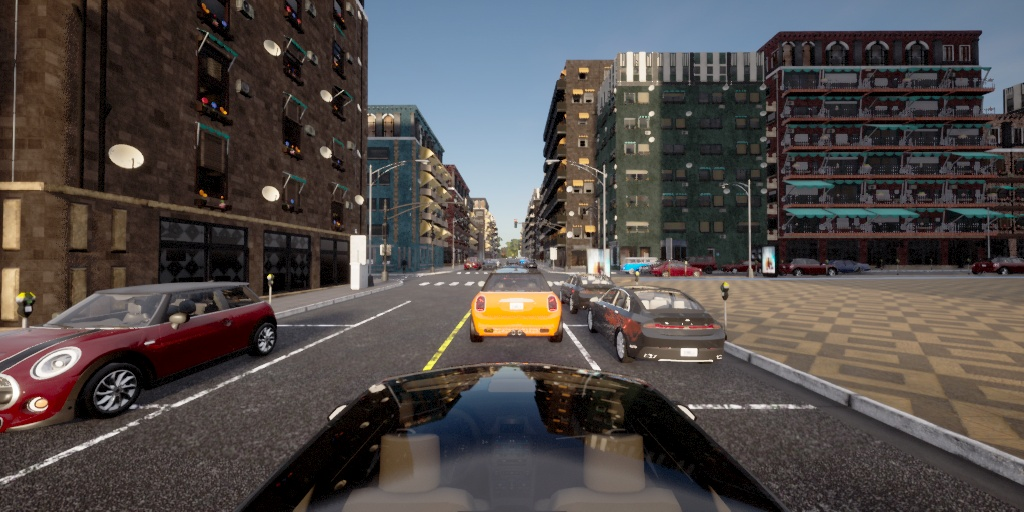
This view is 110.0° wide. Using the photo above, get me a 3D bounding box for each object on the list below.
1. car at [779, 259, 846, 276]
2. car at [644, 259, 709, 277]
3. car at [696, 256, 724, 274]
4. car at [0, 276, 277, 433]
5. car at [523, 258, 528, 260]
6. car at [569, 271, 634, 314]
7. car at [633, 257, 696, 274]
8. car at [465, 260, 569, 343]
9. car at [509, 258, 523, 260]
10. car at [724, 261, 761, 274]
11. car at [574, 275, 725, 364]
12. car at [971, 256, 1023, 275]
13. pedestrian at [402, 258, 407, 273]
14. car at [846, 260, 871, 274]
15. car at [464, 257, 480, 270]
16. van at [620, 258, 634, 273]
[{"bbox_3d":[24.765,0.935,30.022,4.097,1.591,1.967,0,0,0],"label":"car"},{"bbox_3d":[13.710,1.162,30.102,4.207,1.307,1.802,0,0,0],"label":"car"},{"bbox_3d":[19.300,0.977,38.442,5.009,1.841,2.192,0,0,0],"label":"car"},{"bbox_3d":[-5.819,1.191,5.671,1.967,1.591,4.097,0,0,0],"label":"car"},{"bbox_3d":[2.694,1.334,51.669,1.948,1.339,4.313,0,0,0],"label":"car"},{"bbox_3d":[2.821,1.304,13.476,2.007,1.370,4.403,0,0,0],"label":"car"},{"bbox_3d":[15.201,1.143,35.893,4.902,1.511,2.128,-1,-1,0],"label":"car"},{"bbox_3d":[0.098,1.104,9.886,2.097,1.767,4.553,0,0,0],"label":"car"},{"bbox_3d":[0.081,1.268,47.655,1.837,1.490,4.892,-1,0,-1],"label":"car"},{"bbox_3d":[24.828,1.165,38.402,4.507,1.381,1.888,0,0,0],"label":"car"},{"bbox_3d":[2.821,1.302,7.906,2.007,1.370,4.403,0,0,0],"label":"car"},{"bbox_3d":[41.346,0.811,29.902,4.097,1.591,1.967,0,0,0],"label":"car"},{"bbox_3d":[-12.526,1.097,41.635,0.375,1.860,0.375,0,0,0],"label":"pedestrian"},{"bbox_3d":[32.394,1.071,35.766,5.357,1.411,2.033,0,-1,0],"label":"car"},{"bbox_3d":[-5.686,1.083,51.710,2.192,1.841,5.009,0,0,0],"label":"car"},{"bbox_3d":[13.773,1.045,38.482,3.998,1.789,1.690,0,0,0],"label":"van"}]
